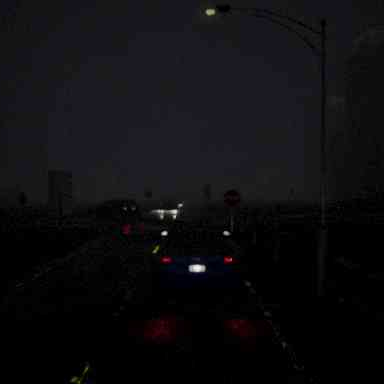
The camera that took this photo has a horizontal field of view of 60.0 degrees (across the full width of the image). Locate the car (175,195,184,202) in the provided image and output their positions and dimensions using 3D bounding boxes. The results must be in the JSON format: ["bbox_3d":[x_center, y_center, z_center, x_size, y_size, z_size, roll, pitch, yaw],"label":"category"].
[{"bbox_3d":[-2.777,1.387,75.081,2.033,1.411,5.357,0,0,0],"label":"car"}]

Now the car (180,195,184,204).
[{"bbox_3d":[-2.826,1.273,59.360,2.097,1.767,4.553,0,0,0],"label":"car"}]

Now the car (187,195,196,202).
[{"bbox_3d":[-0.026,1.453,72.596,2.033,1.411,5.357,0,0,0],"label":"car"}]

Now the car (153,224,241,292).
[{"bbox_3d":[0.098,1.547,8.890,1.994,1.385,4.181,0,0,0],"label":"car"}]

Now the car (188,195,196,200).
[{"bbox_3d":[-0.030,1.352,83.021,1.994,1.385,4.181,0,0,0],"label":"car"}]

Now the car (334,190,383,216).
[{"bbox_3d":[15.111,0.906,28.234,5.566,2.045,2.150,-2,1,0],"label":"car"}]

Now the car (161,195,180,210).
[{"bbox_3d":[-2.858,1.413,42.778,1.882,1.535,5.008,0,0,0],"label":"car"}]

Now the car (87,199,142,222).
[{"bbox_3d":[-6.246,1.357,26.460,4.553,1.767,2.097,-2,1,33],"label":"car"}]
